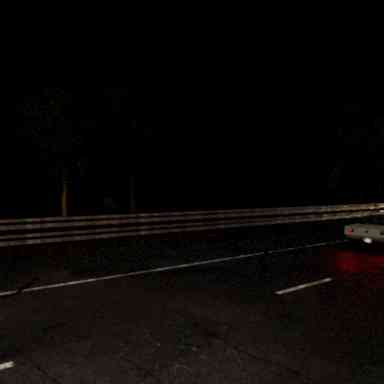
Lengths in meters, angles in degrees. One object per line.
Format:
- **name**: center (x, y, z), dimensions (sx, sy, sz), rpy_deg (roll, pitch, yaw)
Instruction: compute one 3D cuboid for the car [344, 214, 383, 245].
- **car**: center (8.632, 1.591, 14.204), dimensions (4.718, 1.301, 1.895), rpy_deg (0, 0, -36)
